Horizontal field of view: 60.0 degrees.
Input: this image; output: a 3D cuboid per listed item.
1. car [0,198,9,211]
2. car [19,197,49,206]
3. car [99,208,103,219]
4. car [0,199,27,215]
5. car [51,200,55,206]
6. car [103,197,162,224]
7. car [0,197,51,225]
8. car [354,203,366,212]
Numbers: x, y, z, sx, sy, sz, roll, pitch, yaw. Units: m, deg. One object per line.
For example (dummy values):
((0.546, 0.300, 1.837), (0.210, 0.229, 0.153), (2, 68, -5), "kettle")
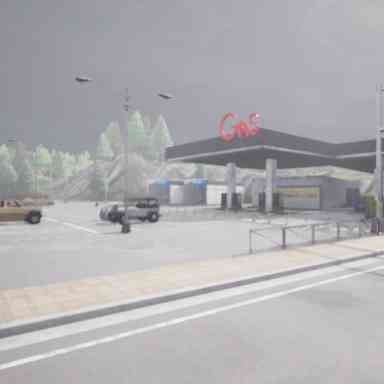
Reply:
((-24.898, 1.526, 41.190), (3.633, 1.501, 1.845), (0, 0, -36), "car")
((-27.437, 1.579, 57.807), (4.514, 1.523, 2.007), (0, 0, -36), "car")
((-5.559, 1.603, 27.480), (3.806, 1.475, 1.970), (0, 0, -36), "car")
((-19.109, 1.504, 33.045), (4.514, 1.523, 2.007), (0, 0, -36), "car")
((-25.566, 1.570, 55.288), (5.027, 1.636, 2.152), (0, 0, -36), "car")
((-4.117, 1.316, 24.423), (3.866, 1.878, 1.905), (0, 0, -36), "car")
((-12.427, 1.301, 22.508), (4.605, 1.855, 1.932), (0, 0, -36), "car")
((23.829, 1.873, 43.793), (2.242, 1.667, 4.611), (0, 0, -36), "car")
